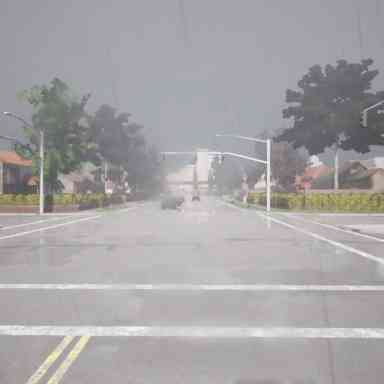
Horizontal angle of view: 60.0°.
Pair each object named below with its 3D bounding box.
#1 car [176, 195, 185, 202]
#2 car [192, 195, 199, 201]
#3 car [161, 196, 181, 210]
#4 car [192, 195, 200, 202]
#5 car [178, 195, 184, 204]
[{"bbox_3d":[-2.555,1.478,73.944,1.882,1.535,5.008,0,0,0],"label":"car"},{"bbox_3d":[1.051,1.514,89.523,1.812,1.442,4.674,0,0,0],"label":"car"},{"bbox_3d":[-2.859,1.547,42.445,2.033,1.411,5.357,0,0,1],"label":"car"},{"bbox_3d":[0.981,1.500,79.125,1.837,1.490,4.892,0,0,0],"label":"car"},{"bbox_3d":[-2.774,1.505,53.270,1.837,1.490,4.892,0,0,1],"label":"car"}]
